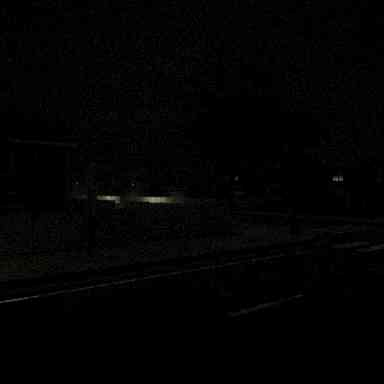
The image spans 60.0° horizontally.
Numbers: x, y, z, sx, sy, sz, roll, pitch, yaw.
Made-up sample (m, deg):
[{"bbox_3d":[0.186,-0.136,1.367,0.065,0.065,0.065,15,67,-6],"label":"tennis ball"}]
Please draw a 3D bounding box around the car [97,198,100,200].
[{"bbox_3d":[-16.039,1.655,54.243,1.994,1.385,4.181,0,0,-35],"label":"car"}]
